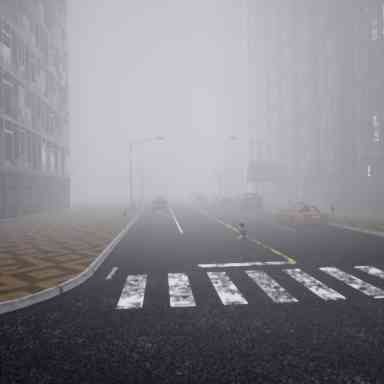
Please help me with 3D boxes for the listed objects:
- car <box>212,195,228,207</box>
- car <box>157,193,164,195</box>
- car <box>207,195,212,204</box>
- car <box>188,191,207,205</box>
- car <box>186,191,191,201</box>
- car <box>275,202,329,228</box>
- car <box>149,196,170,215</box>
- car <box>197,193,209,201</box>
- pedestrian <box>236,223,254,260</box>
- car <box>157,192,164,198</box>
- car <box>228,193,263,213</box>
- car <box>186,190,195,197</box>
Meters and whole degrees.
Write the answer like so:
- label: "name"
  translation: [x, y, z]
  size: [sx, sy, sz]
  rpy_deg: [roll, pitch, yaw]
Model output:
- label: "car"
  translation: [4.275, 1.107, 43.176]
  size: [1.887, 1.381, 4.507]
  rpy_deg: [0, 1, -5]
- label: "car"
  translation: [-4.591, 1.237, 47.972]
  size: [1.802, 1.307, 4.206]
  rpy_deg: [0, 1, -5]
- label: "car"
  translation: [3.748, 1.095, 48.792]
  size: [1.802, 1.307, 4.206]
  rpy_deg: [0, 1, -5]
- label: "car"
  translation: [1.081, 1.041, 49.407]
  size: [2.128, 1.511, 4.902]
  rpy_deg: [-1, 1, -5]
- label: "car"
  translation: [0.101, 0.984, 59.808]
  size: [1.812, 1.442, 4.674]
  rpy_deg: [-1, 1, -5]
- label: "car"
  translation: [6.409, 1.285, 20.043]
  size: [1.752, 1.417, 4.829]
  rpy_deg: [0, 1, -5]
- label: "car"
  translation: [-3.008, 1.366, 31.119]
  size: [1.947, 1.339, 4.313]
  rpy_deg: [0, 1, -5]
- label: "car"
  translation: [2.165, 0.909, 65.642]
  size: [1.887, 1.381, 4.507]
  rpy_deg: [0, 1, -5]
- label: "pedestrian"
  translation: [1.644, 1.504, 10.482]
  size: [0.375, 1.300, 0.375]
  rpy_deg: [0, 0, -5]
- label: "car"
  translation: [-8.285, 0.746, 87.297]
  size: [1.967, 1.590, 4.097]
  rpy_deg: [0, 1, -5]
- label: "car"
  translation: [5.328, 0.974, 31.941]
  size: [2.192, 1.841, 5.009]
  rpy_deg: [0, 1, -5]
- label: "car"
  translation: [-0.474, 0.428, 93.722]
  size: [2.192, 1.841, 5.009]
  rpy_deg: [0, 1, -5]
